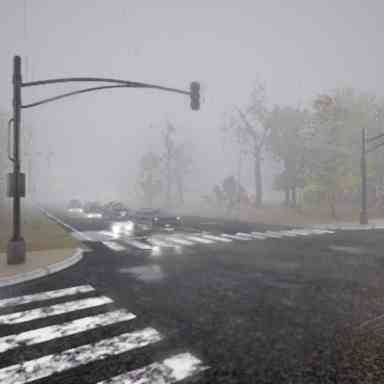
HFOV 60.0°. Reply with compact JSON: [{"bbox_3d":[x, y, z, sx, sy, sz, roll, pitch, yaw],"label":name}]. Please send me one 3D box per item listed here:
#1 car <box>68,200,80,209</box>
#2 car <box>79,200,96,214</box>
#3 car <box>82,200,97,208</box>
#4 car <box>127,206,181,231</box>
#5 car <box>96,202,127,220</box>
[{"bbox_3d":[-18.519,1.937,52.729,1.812,1.442,4.674,0,-1,-27],"label":"car"},{"bbox_3d":[-11.702,1.848,39.474,1.994,1.385,4.181,0,-1,-27],"label":"car"},{"bbox_3d":[-18.431,2.070,59.709,1.895,1.301,4.718,0,-1,-28],"label":"car"},{"bbox_3d":[-2.473,1.699,21.767,1.895,1.301,4.718,0,-1,-28],"label":"car"},{"bbox_3d":[-6.941,1.682,30.313,2.128,1.511,4.902,0,-1,-28],"label":"car"}]
